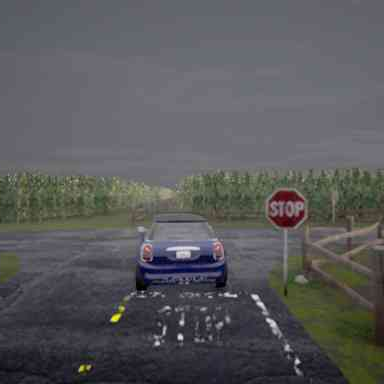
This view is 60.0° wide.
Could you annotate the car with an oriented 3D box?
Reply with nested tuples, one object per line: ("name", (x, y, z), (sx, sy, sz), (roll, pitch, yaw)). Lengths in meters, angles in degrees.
("car", (-0.460, 1.385, 9.321), (2.097, 1.767, 4.553), (0, 0, -7))
